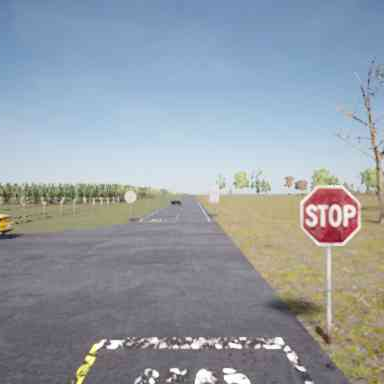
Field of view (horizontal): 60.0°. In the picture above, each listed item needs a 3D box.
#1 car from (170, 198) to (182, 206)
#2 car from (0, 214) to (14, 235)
[{"bbox_3d":[-2.720,1.629,57.197,1.895,1.301,4.718,0,0,0],"label":"car"},{"bbox_3d":[-11.519,1.526,16.349,5.008,1.535,1.882,0,1,-3],"label":"car"}]
